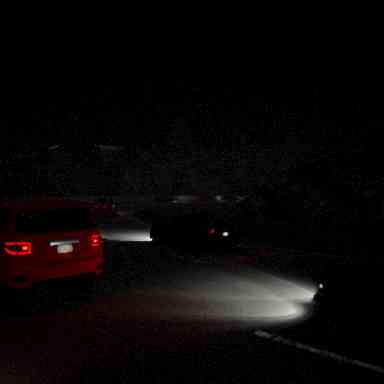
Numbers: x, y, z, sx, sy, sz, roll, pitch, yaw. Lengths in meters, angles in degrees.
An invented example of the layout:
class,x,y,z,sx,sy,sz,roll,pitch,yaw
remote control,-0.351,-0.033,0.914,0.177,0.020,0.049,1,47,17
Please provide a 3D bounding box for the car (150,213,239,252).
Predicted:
class,x,y,z,sx,sy,sz,roll,pitch,yaw
car,-0.017,1.592,14.337,1.994,1.385,4.181,0,0,-41

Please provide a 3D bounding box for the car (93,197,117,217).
class,x,y,z,sx,sy,sz,roll,pitch,yaw
car,-8.202,1.367,31.710,2.097,1.767,4.553,0,0,-12

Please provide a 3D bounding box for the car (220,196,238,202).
class,x,y,z,sx,sy,sz,roll,pitch,yaw
car,9.453,1.718,85.872,4.892,1.490,1.837,0,0,-25

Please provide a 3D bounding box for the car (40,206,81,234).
class,x,y,z,sx,sy,sz,roll,pitch,yaw
car,-8.147,1.595,20.320,1.895,1.301,4.718,0,0,-27

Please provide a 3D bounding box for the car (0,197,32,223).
class,x,y,z,sx,sy,sz,roll,pitch,yaw
car,-13.818,1.324,25.604,2.097,1.767,4.553,0,0,-18

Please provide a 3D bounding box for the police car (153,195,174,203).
class,x,y,z,sx,sy,sz,roll,pitch,yaw
police car,-6.290,1.529,74.485,1.930,1.638,5.238,0,0,43

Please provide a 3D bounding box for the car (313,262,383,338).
class,x,y,z,sx,sy,sz,roll,pitch,yaw
car,4.746,1.585,4.945,5.357,1.411,2.033,0,0,36

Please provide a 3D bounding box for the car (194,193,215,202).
class,x,y,z,sx,sy,sz,roll,pitch,yaw
car,3.056,1.394,82.289,5.566,2.045,2.150,0,0,-33

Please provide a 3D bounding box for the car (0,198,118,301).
class,x,y,z,sx,sy,sz,roll,pitch,yaw
car,-4.342,1.215,8.592,2.150,2.045,5.566,0,0,-43
